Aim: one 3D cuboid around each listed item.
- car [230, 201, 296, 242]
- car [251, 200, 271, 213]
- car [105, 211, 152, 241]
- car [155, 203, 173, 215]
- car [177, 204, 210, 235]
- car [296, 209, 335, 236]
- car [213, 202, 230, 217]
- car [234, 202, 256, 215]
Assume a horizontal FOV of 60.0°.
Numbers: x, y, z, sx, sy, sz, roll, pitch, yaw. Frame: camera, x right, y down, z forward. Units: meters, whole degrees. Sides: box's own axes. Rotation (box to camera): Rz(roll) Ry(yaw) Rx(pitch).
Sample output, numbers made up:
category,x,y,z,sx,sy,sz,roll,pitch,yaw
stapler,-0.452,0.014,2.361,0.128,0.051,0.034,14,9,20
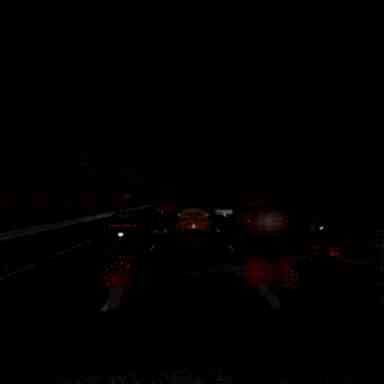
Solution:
category,x,y,z,sx,sy,sz,roll,pitch,yaw
car,3.596,1.498,18.122,2.150,2.045,5.566,0,-1,0
car,10.327,2.111,49.985,2.097,1.767,4.553,0,-1,0
car,-3.406,1.785,18.276,1.837,1.490,4.892,0,0,0
car,-3.527,2.145,42.096,1.837,1.490,4.892,0,0,0
car,0.084,1.801,21.235,1.882,1.535,5.008,0,-1,0
car,7.089,1.808,20.656,2.128,1.511,4.902,0,-1,0
car,3.491,2.182,38.265,1.895,1.301,4.718,0,-1,0
car,6.959,2.160,43.947,2.128,1.511,4.902,0,-1,0
